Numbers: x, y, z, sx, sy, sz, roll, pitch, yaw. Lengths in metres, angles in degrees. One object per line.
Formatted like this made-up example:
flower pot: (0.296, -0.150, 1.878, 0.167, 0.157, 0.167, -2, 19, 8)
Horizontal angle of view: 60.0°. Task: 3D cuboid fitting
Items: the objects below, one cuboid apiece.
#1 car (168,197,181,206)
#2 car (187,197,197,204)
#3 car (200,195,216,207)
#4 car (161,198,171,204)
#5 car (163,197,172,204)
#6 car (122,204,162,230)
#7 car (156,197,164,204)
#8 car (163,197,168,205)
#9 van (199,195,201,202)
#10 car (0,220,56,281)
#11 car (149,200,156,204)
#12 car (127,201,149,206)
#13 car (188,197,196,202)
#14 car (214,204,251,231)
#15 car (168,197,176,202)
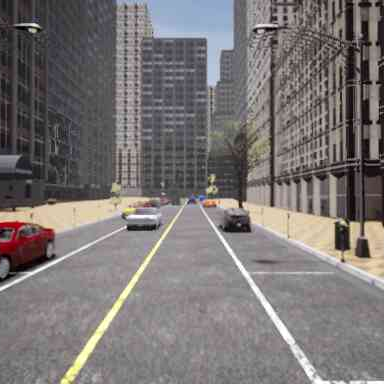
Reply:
car: (-3.021, 1.819, 63.452, 1.837, 1.490, 4.892, 0, 0, 1)
car: (0.001, 1.865, 70.109, 1.812, 1.442, 4.674, 0, 0, 0)
car: (3.001, 1.637, 56.797, 2.097, 1.767, 4.553, 0, 0, 0)
car: (-5.680, 1.940, 72.136, 1.802, 1.307, 4.206, 1, 0, 0)
car: (-5.681, 1.951, 77.779, 1.947, 1.339, 4.313, 1, 0, 0)
car: (-3.100, 1.714, 22.128, 1.895, 1.301, 4.718, 0, 0, 0)
car: (-5.681, 1.816, 49.566, 1.947, 1.339, 4.313, 1, 0, 0)
car: (-5.679, 1.771, 66.495, 1.967, 1.590, 4.097, 1, 0, 0)
van: (2.704, 1.780, 89.059, 1.690, 1.788, 3.998, 1, 0, 0)
car: (-5.682, 1.597, 10.067, 1.887, 1.381, 4.507, 1, 0, 0)
car: (-5.681, 1.739, 38.281, 1.887, 1.381, 4.507, 1, 0, 0)
car: (-5.682, 1.691, 32.468, 1.752, 1.417, 4.829, 1, 0, 0)
car: (0.003, 2.008, 90.202, 1.895, 1.301, 4.718, 0, 0, 0)
car: (2.699, 1.661, 21.363, 2.008, 1.369, 4.403, 1, 0, 0)
car: (-5.680, 2.031, 94.707, 1.947, 1.339, 4.313, 1, 0, 0)
